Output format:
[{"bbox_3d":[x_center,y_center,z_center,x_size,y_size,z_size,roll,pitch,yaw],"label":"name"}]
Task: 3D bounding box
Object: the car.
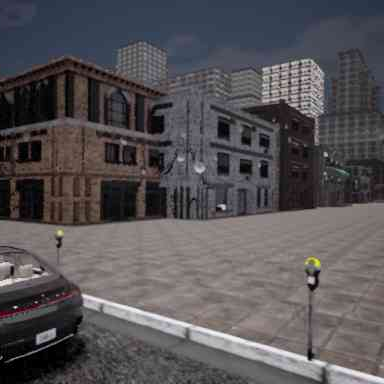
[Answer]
[{"bbox_3d":[-3.605,1.580,5.438,4.403,1.369,2.008,0,1,36],"label":"car"}]
